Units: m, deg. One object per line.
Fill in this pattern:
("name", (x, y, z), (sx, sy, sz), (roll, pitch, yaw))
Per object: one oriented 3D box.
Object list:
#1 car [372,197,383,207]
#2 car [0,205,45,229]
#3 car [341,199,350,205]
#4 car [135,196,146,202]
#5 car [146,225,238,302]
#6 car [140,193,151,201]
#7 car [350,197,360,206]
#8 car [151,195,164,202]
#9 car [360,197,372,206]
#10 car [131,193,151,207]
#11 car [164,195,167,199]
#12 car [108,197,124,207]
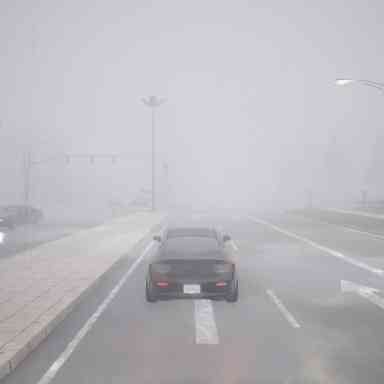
("car", (27.503, 1.352, 44.867), (4.553, 1.767, 2.097), (0, 0, 0))
("car", (-11.561, 1.547, 21.660), (2.033, 1.411, 5.357), (0, 0, 1))
("car", (27.186, 1.564, 55.362), (4.181, 1.385, 1.994), (0, 0, -1))
("car", (-11.685, 1.553, 75.572), (1.994, 1.385, 4.181), (0, 0, -1))
("car", (0.000, 1.526, 8.106), (1.812, 1.442, 4.674), (0, 0, 0))
("car", (-11.842, 1.225, 85.744), (2.150, 2.045, 5.566), (0, 0, -1))
("car", (27.775, 1.526, 51.864), (4.674, 1.442, 1.812), (0, 0, 0))
("car", (-8.190, 1.478, 75.875), (1.882, 1.535, 5.008), (0, 0, -1))
("car", (27.601, 1.601, 48.364), (4.718, 1.301, 1.895), (0, 0, 0))
("car", (-8.103, 1.352, 51.664), (2.097, 1.767, 4.553), (0, 0, 0))
("car", (-8.347, 1.553, 86.075), (1.994, 1.385, 4.181), (0, 0, -1))
("car", (-11.592, 1.525, 51.088), (1.812, 1.442, 4.674), (0, 0, 0))
